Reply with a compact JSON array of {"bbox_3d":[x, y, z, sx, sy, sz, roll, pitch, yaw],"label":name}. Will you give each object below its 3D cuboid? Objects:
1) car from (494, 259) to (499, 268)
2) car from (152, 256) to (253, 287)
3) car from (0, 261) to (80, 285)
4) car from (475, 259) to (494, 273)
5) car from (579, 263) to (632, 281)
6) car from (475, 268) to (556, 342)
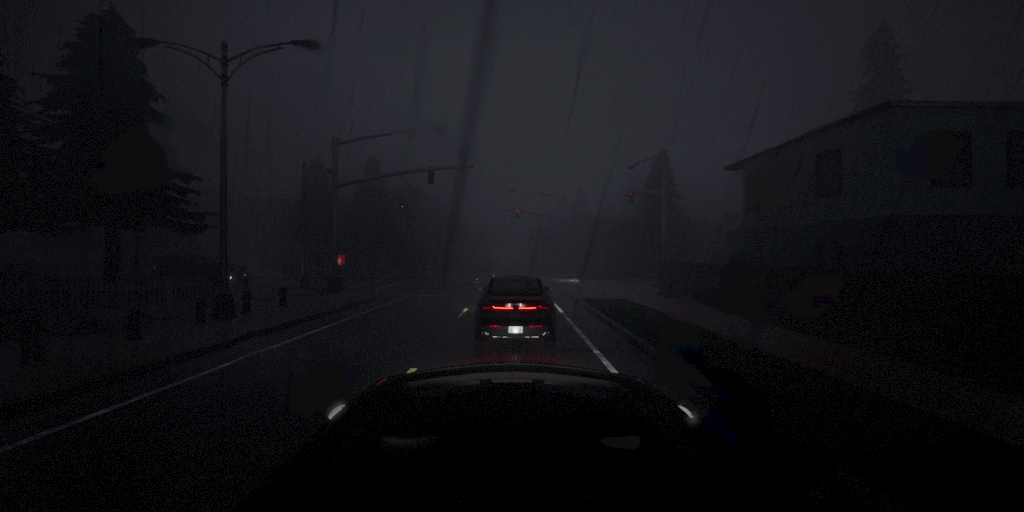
[{"bbox_3d":[-3.457,1.276,55.189,1.812,1.442,4.674,0,0,0],"label":"car"},{"bbox_3d":[-20.665,0.987,24.039,5.566,2.045,2.150,0,0,-1],"label":"car"},{"bbox_3d":[-32.505,1.254,23.730,4.902,1.511,2.128,0,0,-1],"label":"car"},{"bbox_3d":[-3.495,1.276,44.179,1.812,1.442,4.674,0,0,-1],"label":"car"},{"bbox_3d":[7.586,1.295,29.265,4.181,1.385,1.994,0,0,-4],"label":"car"},{"bbox_3d":[0.092,1.255,9.729,1.837,1.490,4.892,0,0,0],"label":"car"}]
